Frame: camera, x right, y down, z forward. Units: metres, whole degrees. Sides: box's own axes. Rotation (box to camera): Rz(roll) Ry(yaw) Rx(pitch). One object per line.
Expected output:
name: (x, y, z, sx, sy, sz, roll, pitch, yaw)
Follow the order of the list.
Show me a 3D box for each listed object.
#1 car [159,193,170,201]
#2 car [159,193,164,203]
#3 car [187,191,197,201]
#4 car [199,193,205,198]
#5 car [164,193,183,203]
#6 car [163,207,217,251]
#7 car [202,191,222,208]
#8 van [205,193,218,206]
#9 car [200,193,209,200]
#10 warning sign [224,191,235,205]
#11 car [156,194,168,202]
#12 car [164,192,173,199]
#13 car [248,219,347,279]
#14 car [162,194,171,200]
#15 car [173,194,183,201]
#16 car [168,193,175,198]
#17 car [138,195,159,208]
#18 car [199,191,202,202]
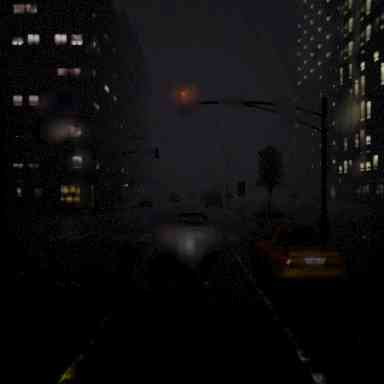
car: (-5.662, 0.969, 69.455, 1.967, 1.590, 4.097, 0, 0, 0)
car: (-5.666, 1.144, 58.403, 2.008, 1.369, 4.403, 0, 0, 0)
car: (0.033, 1.062, 70.596, 2.033, 1.411, 5.357, 0, 0, 0)
car: (2.730, 0.928, 91.728, 1.752, 1.417, 4.829, 0, 0, 0)
car: (-3.044, 0.963, 55.516, 2.097, 1.767, 4.553, 0, 0, 0)
car: (-0.189, 1.504, 13.584, 1.895, 1.301, 4.718, 0, 0, -3)
car: (2.705, 1.014, 41.818, 2.192, 1.841, 5.009, 0, 0, 0)
van: (2.708, 1.004, 47.344, 1.690, 1.788, 3.998, 0, 0, 0)
car: (2.722, 1.042, 74.979, 1.887, 1.381, 4.507, 0, 0, 0)
warning sign: (5.093, 0.793, 45.072, 1.300, 1.860, 1.060, 0, 1, 0)
car: (-5.664, 1.105, 63.928, 1.887, 1.381, 4.507, 0, 0, 0)
car: (-5.656, 0.905, 80.508, 1.967, 1.590, 4.097, 0, 0, 0)
car: (2.690, 1.452, 9.577, 1.752, 1.417, 4.829, 0, 0, 0)
car: (-5.658, 1.078, 74.983, 1.802, 1.307, 4.206, 0, 0, 0)
car: (-2.967, 1.059, 71.052, 1.994, 1.385, 4.181, 0, 0, 0)
car: (-5.650, 0.930, 91.392, 1.752, 1.417, 4.829, 0, 0, 0)
car: (-5.674, 1.249, 41.823, 2.008, 1.369, 4.403, 0, 0, 0)
car: (2.715, 0.876, 63.923, 2.192, 1.841, 5.009, 0, 0, 0)
